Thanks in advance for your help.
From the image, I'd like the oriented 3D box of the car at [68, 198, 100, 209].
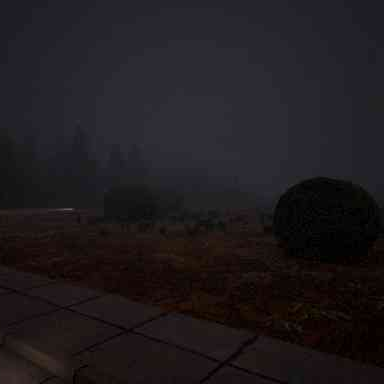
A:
[{"bbox_3d":[-14.609,1.551,45.236,1.994,1.385,4.181,0,0,37],"label":"car"}]
